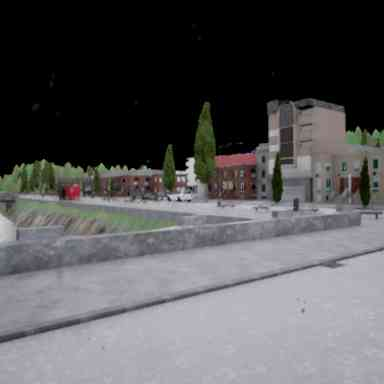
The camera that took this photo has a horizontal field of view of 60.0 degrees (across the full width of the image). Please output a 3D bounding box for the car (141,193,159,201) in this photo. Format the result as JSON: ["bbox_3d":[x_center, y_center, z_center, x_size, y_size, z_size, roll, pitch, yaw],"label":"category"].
[{"bbox_3d":[-8.444,1.019,66.086,2.128,1.511,4.902,-1,1,-35],"label":"car"}]

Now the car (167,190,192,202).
[{"bbox_3d":[-2.176,0.751,57.370,2.150,2.045,5.566,-1,1,-35],"label":"car"}]
